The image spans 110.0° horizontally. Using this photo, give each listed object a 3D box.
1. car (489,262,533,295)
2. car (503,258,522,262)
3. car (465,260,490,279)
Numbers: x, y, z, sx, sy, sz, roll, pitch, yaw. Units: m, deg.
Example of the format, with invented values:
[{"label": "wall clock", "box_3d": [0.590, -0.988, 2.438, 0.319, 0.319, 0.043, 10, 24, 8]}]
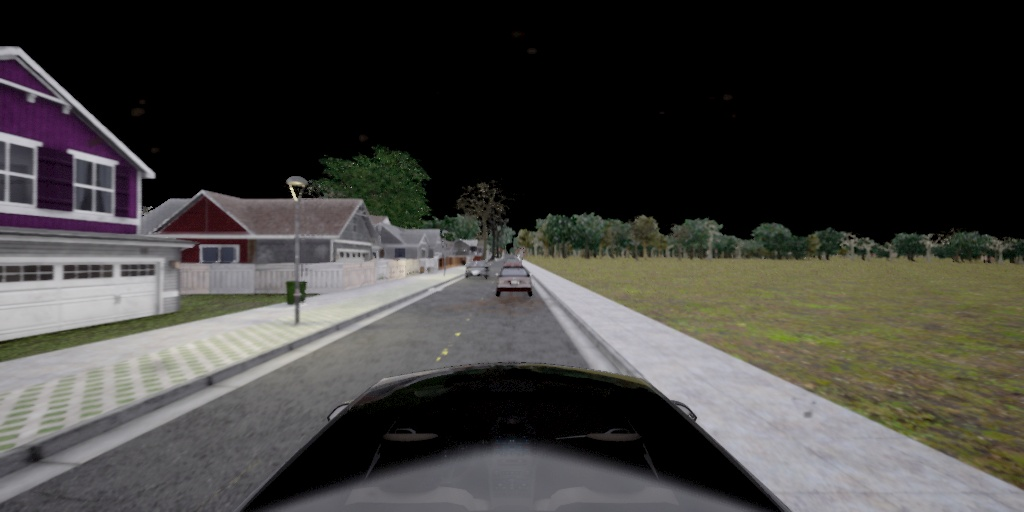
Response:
[{"label": "car", "box_3d": [0.100, 1.236, 19.001, 2.033, 1.411, 5.357, 0, 0, 0]}, {"label": "car", "box_3d": [0.089, 0.960, 39.800, 2.097, 1.767, 4.553, 0, 0, 0]}, {"label": "car", "box_3d": [-2.850, 1.136, 30.425, 2.128, 1.511, 4.902, 0, 0, 0]}]
